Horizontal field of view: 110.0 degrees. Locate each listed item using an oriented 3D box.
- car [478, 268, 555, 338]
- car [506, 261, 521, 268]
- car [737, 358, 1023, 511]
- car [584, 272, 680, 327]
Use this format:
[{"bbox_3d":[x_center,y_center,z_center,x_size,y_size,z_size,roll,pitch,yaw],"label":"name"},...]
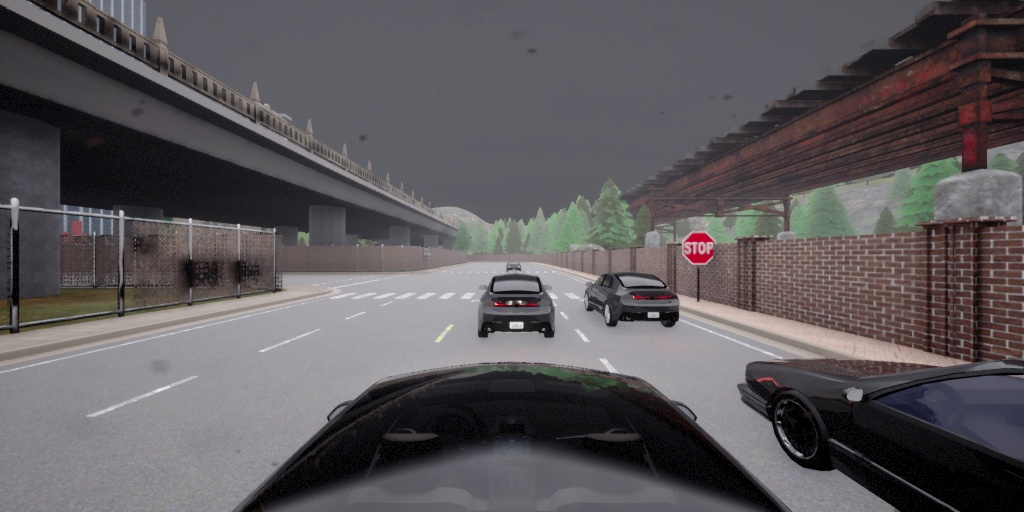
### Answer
[{"bbox_3d":[0.104,1.255,10.177,1.837,1.490,4.892,0,0,0],"label":"car"},{"bbox_3d":[0.213,1.351,46.378,1.895,1.301,4.718,0,0,-1],"label":"car"},{"bbox_3d":[3.600,1.297,1.788,2.033,1.411,5.357,0,0,0],"label":"car"},{"bbox_3d":[3.606,1.255,11.534,1.837,1.490,4.892,0,0,0],"label":"car"}]
